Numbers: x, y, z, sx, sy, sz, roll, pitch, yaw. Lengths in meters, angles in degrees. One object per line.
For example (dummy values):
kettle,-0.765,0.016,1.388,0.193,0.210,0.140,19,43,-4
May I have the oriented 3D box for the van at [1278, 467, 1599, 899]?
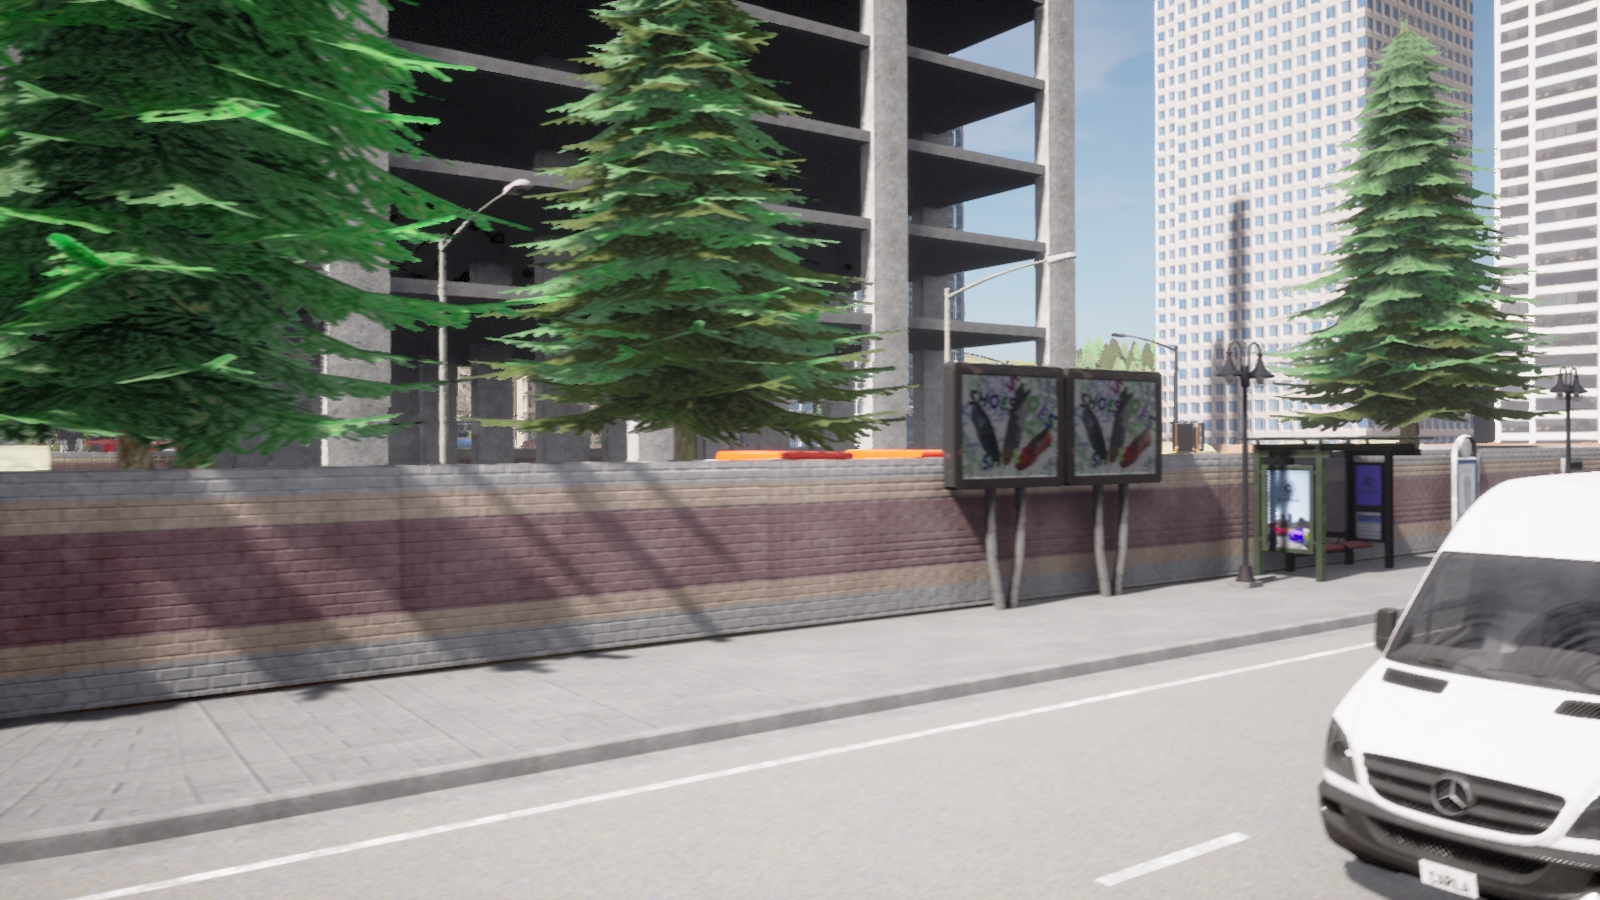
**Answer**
van,5.962,1.445,7.971,5.915,2.561,1.988,-1,0,-35
